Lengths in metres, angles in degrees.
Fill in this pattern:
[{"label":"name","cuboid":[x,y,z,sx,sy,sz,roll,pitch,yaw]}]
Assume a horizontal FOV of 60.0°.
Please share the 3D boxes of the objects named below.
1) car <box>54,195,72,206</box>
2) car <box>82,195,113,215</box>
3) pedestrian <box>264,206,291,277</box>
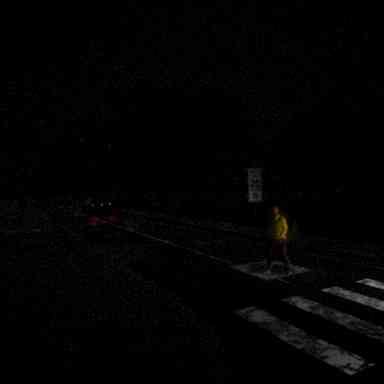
[{"label":"car","cuboid":[-20.335,1.246,52.385,2.097,1.767,4.553,-2,1,-29]},{"label":"car","cuboid":[-9.230,1.201,32.070,2.097,1.767,4.553,-2,1,-29]},{"label":"pedestrian","cuboid":[2.150,1.205,8.375,0.375,1.860,0.375,-1,1,-29]}]
